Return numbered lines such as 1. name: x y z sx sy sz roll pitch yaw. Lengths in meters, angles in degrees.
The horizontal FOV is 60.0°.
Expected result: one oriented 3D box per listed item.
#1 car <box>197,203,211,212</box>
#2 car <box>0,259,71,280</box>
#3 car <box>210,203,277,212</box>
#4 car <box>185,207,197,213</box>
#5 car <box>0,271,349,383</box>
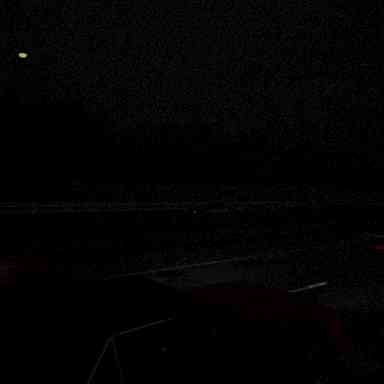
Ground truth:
1. car: 3.055 1.733 27.485 4.718 1.301 1.895 1 0 -35
2. car: -4.196 1.596 5.043 4.718 1.301 1.895 0 0 -36
3. car: 4.036 1.600 23.904 5.008 1.535 1.882 1 0 -35
4. car: 1.909 1.688 30.950 5.357 1.411 2.033 1 0 -35
5. car: -0.438 1.609 3.423 4.718 1.301 1.895 0 0 -35
